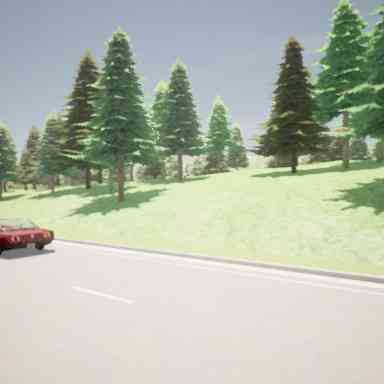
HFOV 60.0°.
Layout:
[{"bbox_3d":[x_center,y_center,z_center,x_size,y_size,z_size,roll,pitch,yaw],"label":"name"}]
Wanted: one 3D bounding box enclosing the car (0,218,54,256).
[{"bbox_3d":[-7.833,1.736,13.751,4.718,1.301,1.895,-1,0,36],"label":"car"}]
